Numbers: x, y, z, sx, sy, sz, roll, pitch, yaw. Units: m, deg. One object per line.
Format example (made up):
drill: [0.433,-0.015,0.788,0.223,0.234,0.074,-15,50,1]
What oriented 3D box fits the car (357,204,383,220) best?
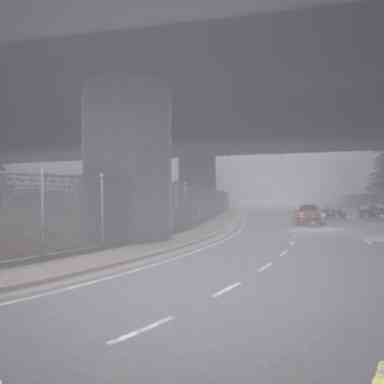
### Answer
car: [17.568,1.918,32.399,1.837,1.490,4.892,-1,-1,11]

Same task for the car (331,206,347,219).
car: [14.401,2.096,34.369,1.895,1.301,4.718,-1,-1,10]

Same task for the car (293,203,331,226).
car: [9.419,1.766,26.936,2.097,1.767,4.553,-1,-1,11]
